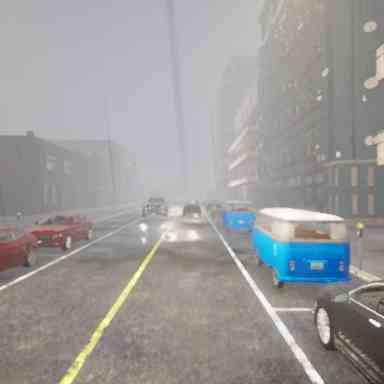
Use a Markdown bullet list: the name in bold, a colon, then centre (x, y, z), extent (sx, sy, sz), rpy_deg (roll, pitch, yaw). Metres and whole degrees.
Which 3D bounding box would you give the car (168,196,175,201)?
- **car**: centre (-5.672, 1.828, 92.708), extent (1.887, 1.381, 4.507), rpy_deg (1, 0, 0)

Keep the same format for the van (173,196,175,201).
- **van**: centre (-5.669, 1.600, 81.548), extent (1.690, 1.788, 3.998), rpy_deg (1, 0, 0)

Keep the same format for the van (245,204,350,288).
- **van**: centre (2.705, 1.377, 9.040), extent (1.690, 1.788, 3.998), rpy_deg (1, 0, 0)

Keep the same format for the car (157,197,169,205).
- **car**: centre (-5.674, 1.782, 64.807), extent (1.947, 1.339, 4.313), rpy_deg (1, 0, 0)

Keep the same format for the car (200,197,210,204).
- **car**: centre (2.707, 1.782, 70.429), extent (2.008, 1.369, 4.403), rpy_deg (1, 0, 0)

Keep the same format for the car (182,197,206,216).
- **car**: centre (0.007, 1.617, 33.609), extent (2.128, 1.511, 4.902), rpy_deg (0, 0, 0)

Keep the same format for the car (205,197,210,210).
- **car**: centre (2.704, 1.719, 42.525), extent (1.947, 1.339, 4.313), rpy_deg (1, 0, 0)

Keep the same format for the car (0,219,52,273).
- **car**: centre (-5.679, 1.617, 9.005), extent (1.802, 1.307, 4.206), rpy_deg (1, 0, 0)

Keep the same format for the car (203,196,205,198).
- **car**: centre (2.705, 1.736, 48.106), extent (1.947, 1.339, 4.313), rpy_deg (1, 0, 0)

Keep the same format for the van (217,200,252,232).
- **van**: centre (2.706, 1.419, 20.203), extent (1.690, 1.788, 3.998), rpy_deg (1, 0, 0)

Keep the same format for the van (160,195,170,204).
- **van**: centre (-5.670, 1.572, 70.388), extent (1.690, 1.788, 3.998), rpy_deg (1, 0, 0)

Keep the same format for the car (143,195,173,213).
- **car**: centre (-2.999, 1.180, 28.368), extent (2.097, 1.767, 4.553), rpy_deg (0, 0, 0)

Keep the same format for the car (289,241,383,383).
- **car**: centre (2.702, 1.565, 3.460), extent (2.008, 1.369, 4.403), rpy_deg (1, 0, 0)

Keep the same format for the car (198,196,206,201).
- **car**: centre (2.708, 1.835, 92.750), extent (2.008, 1.369, 4.403), rpy_deg (1, 0, 0)

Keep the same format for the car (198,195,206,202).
- **car**: centre (2.709, 1.712, 87.170), extent (1.967, 1.590, 4.097), rpy_deg (1, 0, 0)

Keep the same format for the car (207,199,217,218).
- **car**: centre (2.704, 1.643, 31.533), extent (1.752, 1.417, 4.829), rpy_deg (1, 0, 0)

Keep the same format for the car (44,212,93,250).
- **car**: centre (-5.678, 1.601, 14.586), extent (1.887, 1.381, 4.507), rpy_deg (1, 0, 0)
